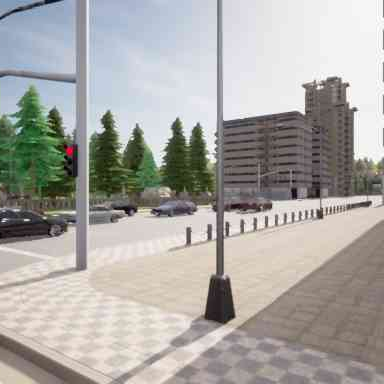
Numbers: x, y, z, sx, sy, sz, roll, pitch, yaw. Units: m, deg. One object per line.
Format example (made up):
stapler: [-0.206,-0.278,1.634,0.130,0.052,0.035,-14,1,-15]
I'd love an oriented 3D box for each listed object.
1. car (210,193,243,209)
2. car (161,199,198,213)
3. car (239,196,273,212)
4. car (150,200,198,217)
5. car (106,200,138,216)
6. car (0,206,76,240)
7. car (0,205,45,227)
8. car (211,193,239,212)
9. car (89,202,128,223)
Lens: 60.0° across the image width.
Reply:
car: [4.891,1.221,46.629,2.150,2.045,5.566,0,0,36]
car: [-1.356,1.563,37.924,1.994,1.385,4.181,0,0,35]
car: [7.660,1.351,38.178,2.097,1.767,4.553,0,0,35]
car: [-1.558,1.547,31.595,2.033,1.411,5.357,0,0,36]
car: [-7.099,1.477,29.852,1.882,1.535,5.008,0,0,36]
car: [-8.318,1.504,15.764,1.837,1.490,4.892,1,1,37]
car: [-12.580,1.600,22.230,1.895,1.301,4.718,0,0,37]
car: [4.246,1.351,39.734,2.097,1.767,4.553,0,0,36]
car: [-7.156,1.600,23.734,1.895,1.301,4.718,0,0,35]
